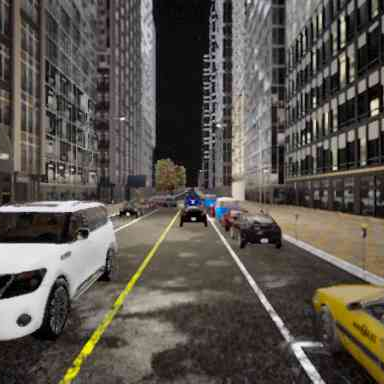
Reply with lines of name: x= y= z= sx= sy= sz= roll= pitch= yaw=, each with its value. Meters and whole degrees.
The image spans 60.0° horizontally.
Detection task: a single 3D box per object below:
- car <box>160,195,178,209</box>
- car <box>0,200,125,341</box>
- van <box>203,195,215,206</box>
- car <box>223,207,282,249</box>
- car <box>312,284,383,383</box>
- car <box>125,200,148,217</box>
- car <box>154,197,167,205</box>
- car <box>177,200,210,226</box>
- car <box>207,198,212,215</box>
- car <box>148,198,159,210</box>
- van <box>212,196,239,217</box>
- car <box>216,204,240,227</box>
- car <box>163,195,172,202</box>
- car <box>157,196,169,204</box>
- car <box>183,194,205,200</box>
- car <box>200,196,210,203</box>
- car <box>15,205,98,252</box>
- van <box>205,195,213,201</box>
car: x=-3.053 y=1.525 z=47.301 sx=1.882 sy=1.535 sz=5.008 roll=0 pitch=0 yaw=0
car: x=-3.098 y=1.234 z=6.891 sx=2.150 sy=2.045 sz=5.566 roll=0 pitch=0 yaw=0
van: x=2.724 y=1.391 z=54.438 sx=1.690 sy=1.788 sz=3.998 roll=0 pitch=0 yaw=0
car: x=2.698 y=1.574 z=14.550 sx=2.008 sy=1.369 sz=4.403 roll=0 pitch=0 yaw=0
car: x=2.690 y=1.532 z=3.320 sx=1.752 sy=1.417 sz=4.829 roll=0 pitch=0 yaw=0
car: x=-5.672 y=1.605 z=31.650 sx=1.947 sy=1.339 sz=4.313 roll=0 pitch=0 yaw=0
car: x=-5.653 y=1.634 z=60.143 sx=1.802 sy=1.307 sz=4.206 roll=0 pitch=0 yaw=0
car: x=0.113 y=1.559 z=23.374 sx=1.812 sy=1.442 sz=4.674 roll=0 pitch=0 yaw=0
car: x=2.709 y=1.584 z=31.643 sx=1.887 sy=1.381 sz=4.507 roll=0 pitch=0 yaw=0
car: x=-5.664 y=1.627 z=43.047 sx=1.802 sy=1.307 sz=4.206 roll=0 pitch=0 yaw=0
van: x=2.705 y=1.376 z=25.946 sx=1.690 sy=1.788 sz=3.998 roll=0 pitch=0 yaw=0
car: x=2.702 y=1.612 z=20.247 sx=1.802 sy=1.307 sz=4.206 roll=0 pitch=0 yaw=0
car: x=-5.642 y=1.489 z=77.238 sx=1.967 sy=1.590 sz=4.097 roll=0 pitch=0 yaw=0
car: x=-5.649 y=1.602 z=65.840 sx=2.008 sy=1.369 sz=4.403 roll=0 pitch=0 yaw=0
car: x=0.127 y=1.268 z=40.885 sx=2.150 sy=2.045 sz=5.566 roll=0 pitch=0 yaw=0
car: x=2.735 y=1.616 z=71.534 sx=1.947 sy=1.339 sz=4.313 roll=0 pitch=0 yaw=0
car: x=-5.684 y=1.464 z=14.557 sx=1.967 sy=1.590 sz=4.097 roll=0 pitch=0 yaw=0
van: x=2.720 y=1.389 z=48.738 sx=1.690 sy=1.788 sz=3.998 roll=0 pitch=0 yaw=0
